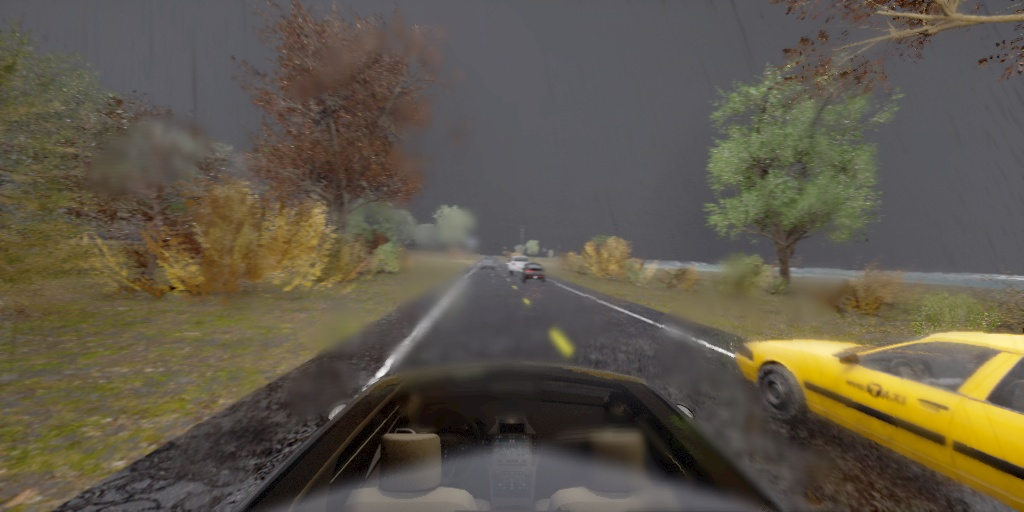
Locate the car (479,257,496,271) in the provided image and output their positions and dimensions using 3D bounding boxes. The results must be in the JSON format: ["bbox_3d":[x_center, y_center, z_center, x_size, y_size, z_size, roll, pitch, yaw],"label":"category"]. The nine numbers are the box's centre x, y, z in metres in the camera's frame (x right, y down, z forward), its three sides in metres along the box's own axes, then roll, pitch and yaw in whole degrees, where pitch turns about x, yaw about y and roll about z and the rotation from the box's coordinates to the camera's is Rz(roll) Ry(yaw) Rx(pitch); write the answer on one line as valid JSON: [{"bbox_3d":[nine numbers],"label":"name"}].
[{"bbox_3d":[-3.252,1.182,47.933,1.837,1.490,4.892,1,0,-4],"label":"car"}]

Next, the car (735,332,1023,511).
[{"bbox_3d":[4.356,1.319,3.066,1.801,1.575,5.366,1,0,-4],"label":"car"}]

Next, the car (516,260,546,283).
[{"bbox_3d":[1.605,1.308,28.868,1.837,1.490,4.892,1,0,-3],"label":"car"}]

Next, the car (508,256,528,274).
[{"bbox_3d":[0.774,1.006,40.556,2.150,2.045,5.566,1,0,-4],"label":"car"}]
